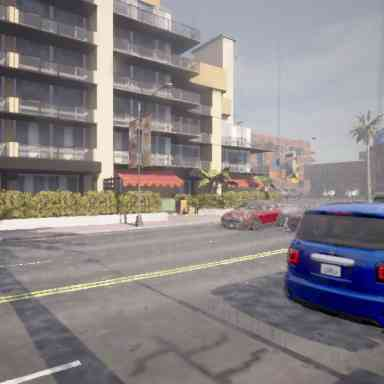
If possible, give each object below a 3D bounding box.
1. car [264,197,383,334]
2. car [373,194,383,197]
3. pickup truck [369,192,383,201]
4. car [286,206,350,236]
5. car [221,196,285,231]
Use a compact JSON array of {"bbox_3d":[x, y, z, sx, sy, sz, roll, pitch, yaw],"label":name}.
[{"bbox_3d":[4.111,1.222,6.563,5.566,2.045,2.150,0,0,-39],"label":"car"},{"bbox_3d":[11.237,1.211,18.112,2.150,2.045,5.566,0,-1,41],"label":"car"},{"bbox_3d":[46.182,1.062,81.496,6.274,2.098,2.390,0,0,-36],"label":"pickup truck"},{"bbox_3d":[7.445,1.593,19.366,1.895,1.301,4.718,0,0,43],"label":"car"},{"bbox_3d":[3.822,1.340,20.660,2.097,1.767,4.553,0,0,44],"label":"car"}]
